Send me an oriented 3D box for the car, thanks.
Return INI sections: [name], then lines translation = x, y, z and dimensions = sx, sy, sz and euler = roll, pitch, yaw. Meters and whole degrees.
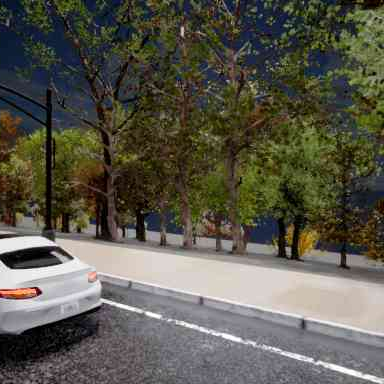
[car]
translation = -3.624, 1.525, 6.273
dimensions = 4.674, 1.442, 1.812
euler = 0, 0, 37
